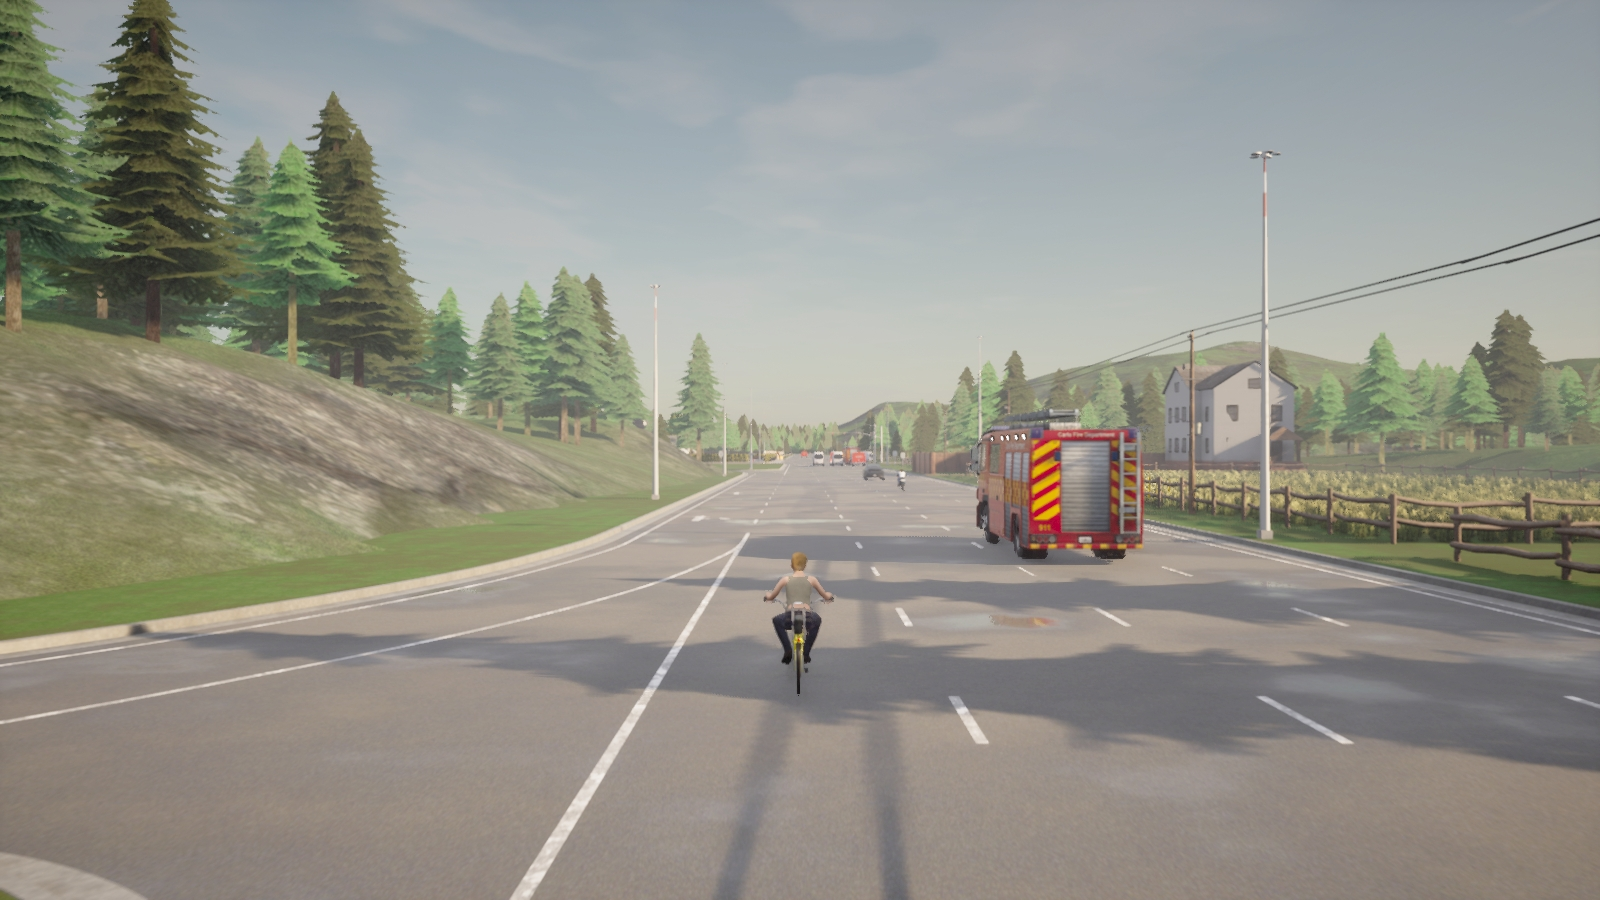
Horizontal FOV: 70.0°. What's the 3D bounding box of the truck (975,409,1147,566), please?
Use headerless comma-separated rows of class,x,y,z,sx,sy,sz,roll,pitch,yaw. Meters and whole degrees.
truck,7.002,0.907,32.087,2.891,3.827,8.468,0,0,0

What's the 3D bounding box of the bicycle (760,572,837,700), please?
bicycle,-0.016,2.165,13.551,0.859,1.276,1.487,0,0,0
